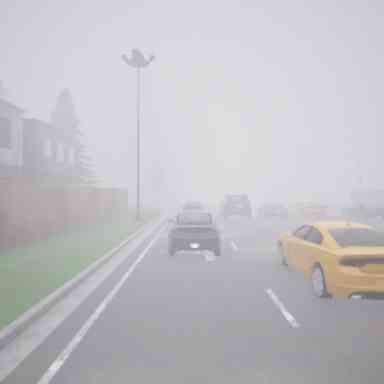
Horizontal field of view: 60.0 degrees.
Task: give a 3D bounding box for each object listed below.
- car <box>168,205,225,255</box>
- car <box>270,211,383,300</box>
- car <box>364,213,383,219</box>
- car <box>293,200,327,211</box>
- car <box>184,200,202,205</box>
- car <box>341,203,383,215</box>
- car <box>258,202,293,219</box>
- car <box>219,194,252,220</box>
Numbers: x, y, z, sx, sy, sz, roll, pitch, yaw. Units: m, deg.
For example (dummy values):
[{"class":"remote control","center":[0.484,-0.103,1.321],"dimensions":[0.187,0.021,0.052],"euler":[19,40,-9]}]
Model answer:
[{"class":"car","center":[0.088,1.497,13.271],"dimensions":[1.837,1.490,4.892],"euler":[0,0,0]},{"class":"car","center":[3.586,1.472,8.437],"dimensions":[1.882,1.535,5.008],"euler":[0,0,0]},{"class":"car","center":[7.089,1.542,8.954],"dimensions":[2.033,1.411,5.357],"euler":[0,0,0]},{"class":"car","center":[10.578,1.458,30.412],"dimensions":[1.882,1.535,5.008],"euler":[0,0,0]},{"class":"car","center":[0.079,1.487,28.939],"dimensions":[1.837,1.490,4.892],"euler":[0,0,0]},{"class":"car","center":[14.079,1.584,27.253],"dimensions":[1.895,1.301,4.718],"euler":[0,0,0]},{"class":"car","center":[7.078,1.545,29.331],"dimensions":[1.994,1.385,4.181],"euler":[0,0,0]},{"class":"car","center":[3.580,1.204,27.903],"dimensions":[2.150,2.045,5.566],"euler":[0,0,0]}]
